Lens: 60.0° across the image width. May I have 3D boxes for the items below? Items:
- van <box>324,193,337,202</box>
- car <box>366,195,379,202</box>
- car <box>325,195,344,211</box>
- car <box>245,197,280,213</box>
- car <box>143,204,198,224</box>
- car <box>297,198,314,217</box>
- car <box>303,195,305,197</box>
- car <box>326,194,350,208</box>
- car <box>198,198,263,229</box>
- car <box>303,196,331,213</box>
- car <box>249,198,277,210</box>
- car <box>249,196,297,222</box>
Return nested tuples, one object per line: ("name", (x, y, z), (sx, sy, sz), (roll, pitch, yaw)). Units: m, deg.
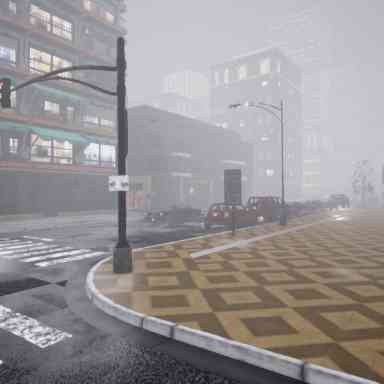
("van", (29.343, 1.229, 70.437), (1.690, 1.788, 3.998), (-1, 0, 36))
("car", (35.688, 1.333, 65.761), (1.887, 1.381, 4.507), (-1, 0, 36))
("car", (15.778, 1.415, 38.747), (2.008, 1.369, 4.403), (-1, 0, 36))
("car", (7.972, 1.423, 37.270), (1.882, 1.535, 5.008), (-1, 0, 37))
("car", (-1.376, 1.580, 24.599), (1.895, 1.301, 4.718), (-1, 0, 36))
("car", (9.142, 1.470, 29.743), (1.802, 1.307, 4.206), (-1, 0, 36))
("car", (22.608, 1.439, 61.295), (1.752, 1.417, 4.829), (-1, 0, 36))
("car", (19.094, 1.167, 43.251), (2.192, 1.841, 5.009), (-1, 0, 36))
("car", (2.504, 1.352, 20.739), (1.967, 1.590, 4.097), (-1, 0, 36))
("car", (12.460, 1.421, 34.245), (1.887, 1.381, 4.507), (-1, 0, 36))
("car", (9.334, 1.489, 43.286), (1.752, 1.417, 4.829), (-1, 0, 36))
("car", (5.821, 1.215, 25.242), (2.192, 1.841, 5.009), (-1, 0, 36))
